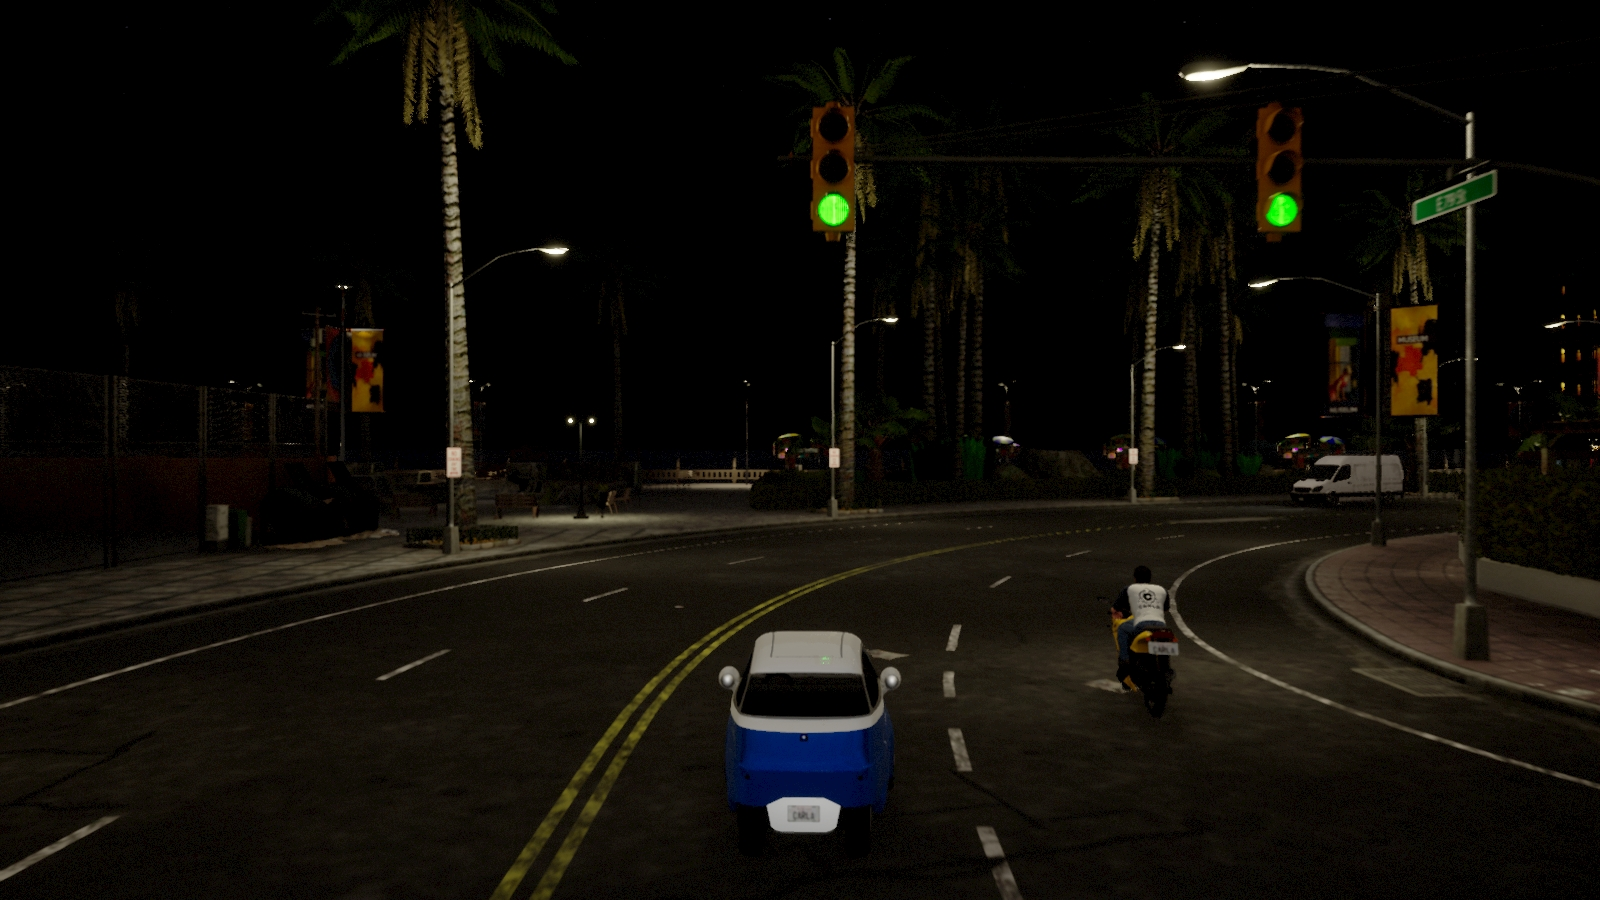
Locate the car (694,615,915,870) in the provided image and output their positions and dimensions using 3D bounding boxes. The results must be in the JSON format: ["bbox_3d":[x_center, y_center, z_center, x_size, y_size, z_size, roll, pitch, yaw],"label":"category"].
[{"bbox_3d":[0.064,2.119,8.768,1.481,1.376,2.207,0,0,2],"label":"car"}]

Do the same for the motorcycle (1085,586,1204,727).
[{"bbox_3d":[3.740,2.211,12.581,0.803,1.145,2.033,2,0,5],"label":"motorcycle"}]
